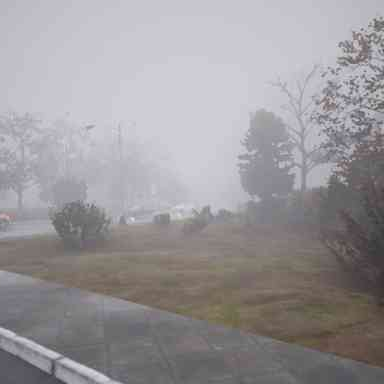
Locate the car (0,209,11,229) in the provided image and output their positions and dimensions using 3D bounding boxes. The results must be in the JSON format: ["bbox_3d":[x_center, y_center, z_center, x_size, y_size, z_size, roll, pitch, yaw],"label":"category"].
[{"bbox_3d":[-16.907,2.162,26.071,2.097,1.767,4.553,-3,-2,33],"label":"car"}]

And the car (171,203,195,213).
[{"bbox_3d":[-1.329,2.455,50.502,1.812,1.442,4.674,-3,-2,33],"label":"car"}]

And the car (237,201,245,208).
[{"bbox_3d":[10.010,2.381,61.621,1.882,1.535,5.008,-3,-3,33],"label":"car"}]

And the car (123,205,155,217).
[{"bbox_3d":[-6.624,2.392,42.087,1.812,1.442,4.674,-3,-2,32],"label":"car"}]
